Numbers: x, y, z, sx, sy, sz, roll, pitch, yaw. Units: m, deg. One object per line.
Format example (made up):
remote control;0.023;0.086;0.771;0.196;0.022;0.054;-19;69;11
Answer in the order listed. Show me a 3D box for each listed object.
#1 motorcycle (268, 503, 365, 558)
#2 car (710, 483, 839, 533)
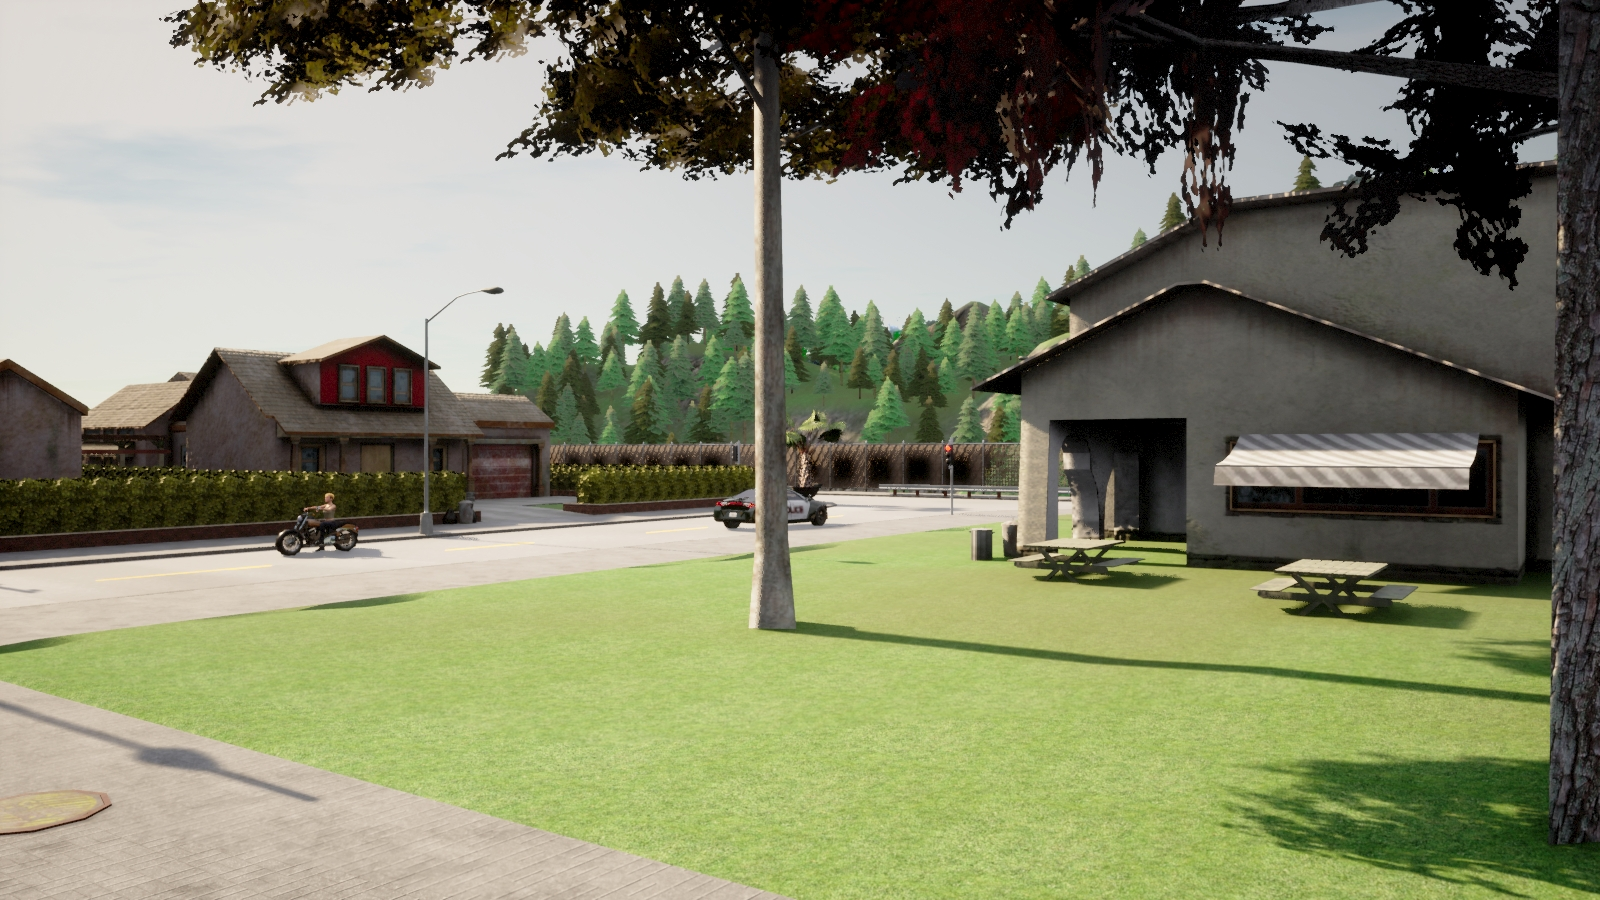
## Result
motorcycle;-13.052;2.155;30.913;0.764;1.307;2.356;0;0;35
car;-0.850;2.038;41.431;2.038;1.542;4.974;0;0;37
